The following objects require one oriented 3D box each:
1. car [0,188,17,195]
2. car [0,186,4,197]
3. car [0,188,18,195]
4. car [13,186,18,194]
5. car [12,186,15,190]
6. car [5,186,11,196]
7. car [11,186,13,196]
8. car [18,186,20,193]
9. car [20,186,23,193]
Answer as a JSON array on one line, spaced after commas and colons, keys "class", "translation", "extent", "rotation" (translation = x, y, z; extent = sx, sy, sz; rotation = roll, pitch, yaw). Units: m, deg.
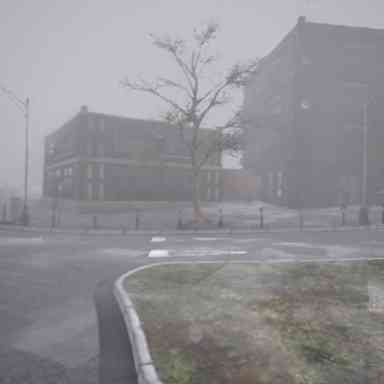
[{"class": "car", "translation": [-43.166, -0.099, 76.652], "extent": [4.674, 1.452, 2.002], "rotation": [1, 1, -23]}, {"class": "car", "translation": [-33.367, 0.323, 53.565], "extent": [4.553, 1.767, 2.185], "rotation": [1, 1, -23]}, {"class": "car", "translation": [-44.222, -0.162, 79.152], "extent": [4.674, 1.452, 2.002], "rotation": [1, 1, -23]}, {"class": "car", "translation": [-39.858, -0.189, 68.922], "extent": [5.566, 2.045, 2.435], "rotation": [1, 1, -23]}, {"class": "car", "translation": [-38.804, 0.130, 66.359], "extent": [4.892, 1.521, 2.231], "rotation": [1, 1, -23]}, {"class": "car", "translation": [-36.615, 0.138, 61.249], "extent": [4.553, 1.767, 2.185], "rotation": [1, 1, -23]}, {"class": "car", "translation": [-37.782, 0.193, 63.910], "extent": [5.008, 1.535, 2.097], "rotation": [1, 1, -23]}, {"class": "car", "translation": [-42.123, -0.326, 74.135], "extent": [5.566, 2.045, 2.435], "rotation": [1, 1, -23]}, {"class": "car", "translation": [-45.267, -0.515, 81.719], "extent": [5.566, 2.045, 2.435], "rotation": [1, 1, -23]}]
